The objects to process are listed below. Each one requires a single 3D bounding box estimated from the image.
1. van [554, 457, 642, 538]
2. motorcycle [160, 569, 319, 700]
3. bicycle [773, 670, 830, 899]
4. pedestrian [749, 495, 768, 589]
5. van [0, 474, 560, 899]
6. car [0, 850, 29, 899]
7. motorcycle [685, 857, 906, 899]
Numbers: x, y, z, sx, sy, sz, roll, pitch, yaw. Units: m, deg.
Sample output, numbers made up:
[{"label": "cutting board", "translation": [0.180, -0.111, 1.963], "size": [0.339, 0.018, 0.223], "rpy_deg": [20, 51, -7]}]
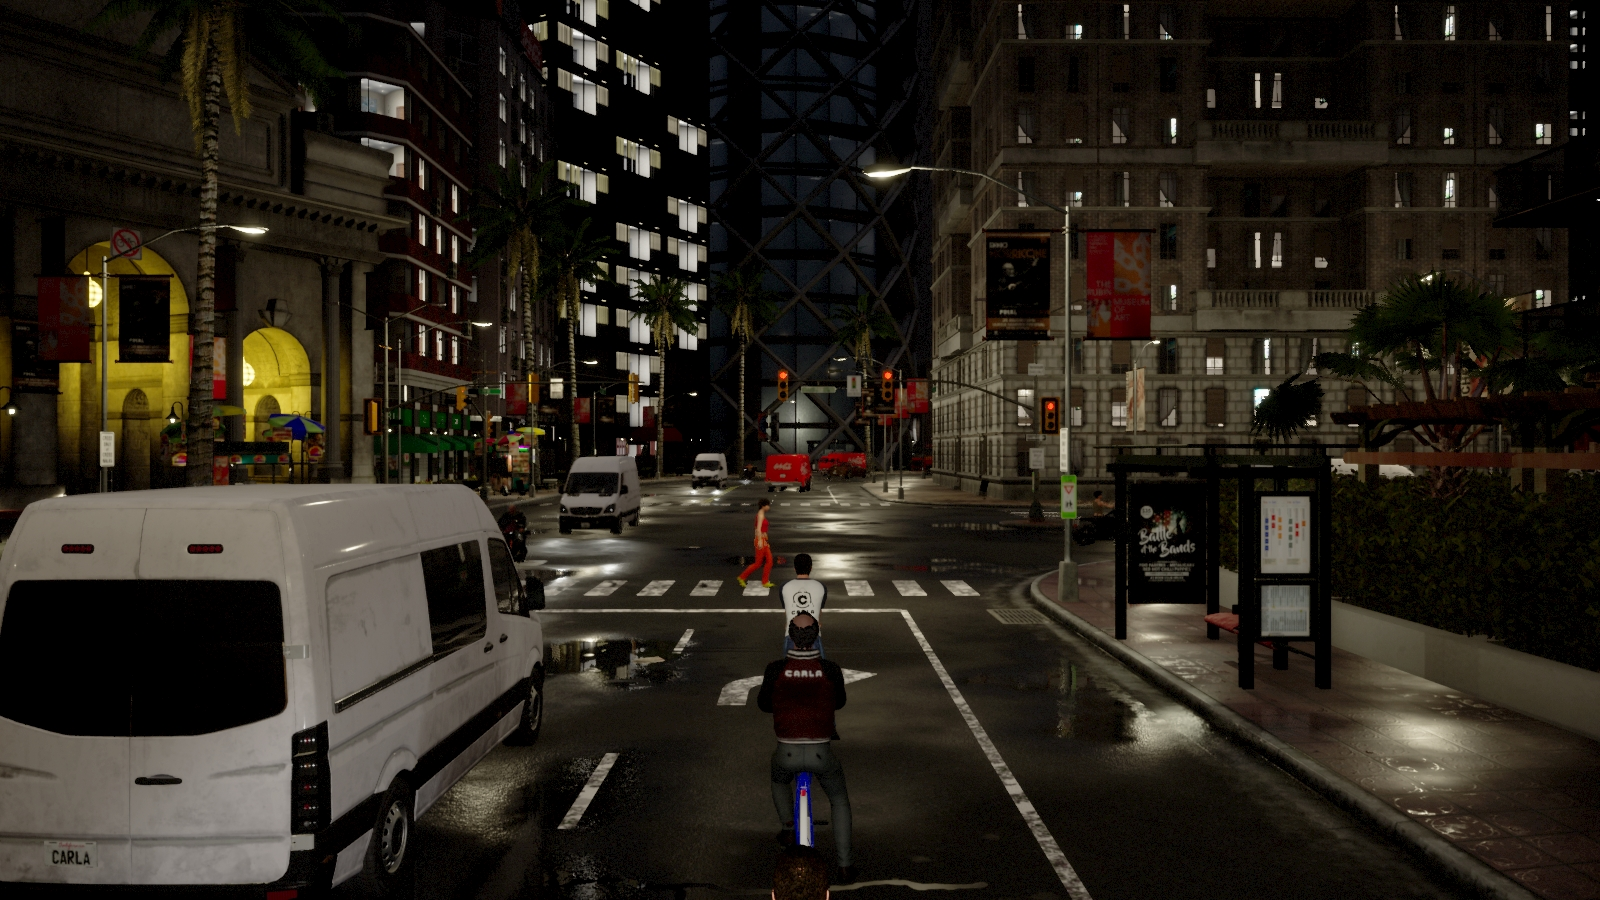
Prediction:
[{"label": "van", "translation": [-6.885, 1.534, 39.558], "size": [1.988, 2.561, 5.915], "rpy_deg": [0, 0, 0]}, {"label": "motorcycle", "translation": [-6.818, 2.205, 14.065], "size": [0.867, 1.251, 2.209], "rpy_deg": [0, 0, 0]}, {"label": "bicycle", "translation": [0.008, 2.210, 7.501], "size": [0.329, 1.171, 1.835], "rpy_deg": [0, 0, 0]}, {"label": "pedestrian", "translation": [-0.833, 1.849, 22.996], "size": [0.375, 1.860, 0.375], "rpy_deg": [0, 0, 0]}, {"label": "van", "translation": [-3.525, 1.534, 8.973], "size": [1.988, 2.561, 5.915], "rpy_deg": [0, 0, 0]}, {"label": "car", "translation": [-3.487, 2.120, 2.971], "size": [1.481, 1.376, 2.207], "rpy_deg": [0, 0, 0]}, {"label": "motorcycle", "translation": [-0.018, 2.213, 3.585], "size": [0.803, 1.145, 2.033], "rpy_deg": [0, 0, 0]}]
